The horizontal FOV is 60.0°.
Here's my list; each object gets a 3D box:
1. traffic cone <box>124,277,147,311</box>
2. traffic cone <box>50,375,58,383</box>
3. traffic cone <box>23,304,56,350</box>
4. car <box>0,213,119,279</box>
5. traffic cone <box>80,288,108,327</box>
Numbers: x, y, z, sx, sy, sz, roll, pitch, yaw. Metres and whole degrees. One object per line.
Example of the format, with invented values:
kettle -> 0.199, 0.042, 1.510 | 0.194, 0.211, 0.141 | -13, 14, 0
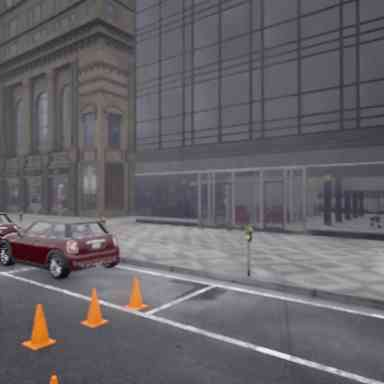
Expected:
traffic cone -> -1.124, 1.994, 6.629 | 0.340, 0.580, 0.340 | 0, 0, 36
traffic cone -> -1.258, 1.972, 3.026 | 0.340, 0.580, 0.340 | 0, 0, 36
traffic cone -> -2.295, 1.982, 5.007 | 0.340, 0.580, 0.340 | 0, 0, 36
car -> -4.194, 1.496, 10.247 | 4.097, 1.590, 1.967 | 0, -1, 36
traffic cone -> -1.709, 1.988, 5.818 | 0.340, 0.580, 0.340 | 0, 0, 36
